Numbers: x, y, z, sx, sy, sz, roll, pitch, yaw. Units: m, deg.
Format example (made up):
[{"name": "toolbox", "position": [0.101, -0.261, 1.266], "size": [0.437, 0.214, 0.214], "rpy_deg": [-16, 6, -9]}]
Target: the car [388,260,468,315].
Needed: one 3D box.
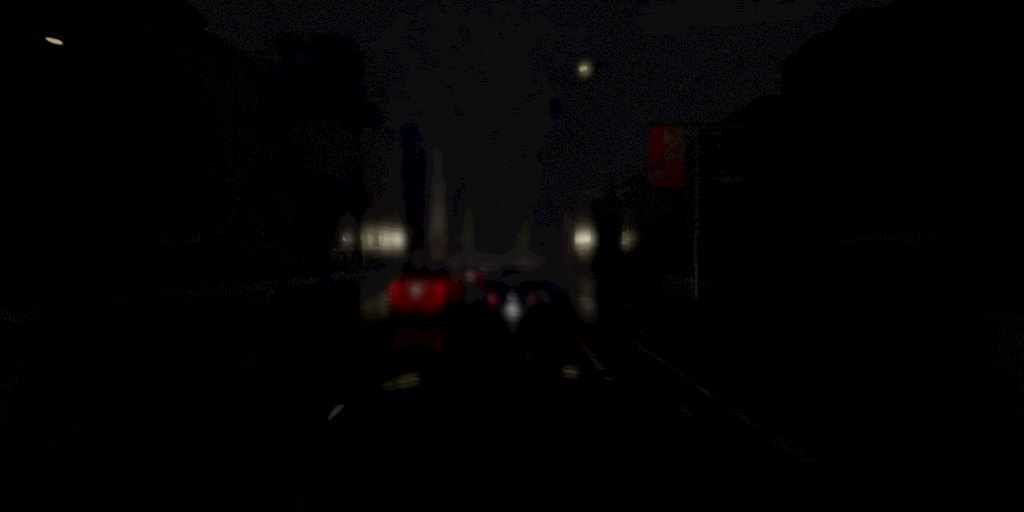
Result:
[{"name": "car", "position": [-3.204, 1.184, 14.212], "size": [2.097, 1.767, 4.553], "rpy_deg": [0, -1, 1]}]

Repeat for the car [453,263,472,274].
[{"name": "car", "position": [-6.592, 1.610, 48.574], "size": [1.994, 1.385, 4.181], "rpy_deg": [0, 0, 0]}]

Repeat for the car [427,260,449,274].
[{"name": "car", "position": [-9.841, 1.395, 48.045], "size": [2.097, 1.767, 4.553], "rpy_deg": [0, 0, 0]}]

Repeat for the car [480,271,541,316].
[{"name": "car", "position": [0.041, 1.429, 13.708], "size": [1.895, 1.301, 4.718], "rpy_deg": [0, 0, 1]}]

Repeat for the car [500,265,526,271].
[{"name": "car", "position": [0.047, 1.458, 29.347], "size": [1.837, 1.490, 4.892], "rpy_deg": [0, 0, 1]}]

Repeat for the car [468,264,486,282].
[{"name": "car", "position": [-3.200, 1.519, 29.645], "size": [1.994, 1.385, 4.181], "rpy_deg": [0, 0, 1]}]
